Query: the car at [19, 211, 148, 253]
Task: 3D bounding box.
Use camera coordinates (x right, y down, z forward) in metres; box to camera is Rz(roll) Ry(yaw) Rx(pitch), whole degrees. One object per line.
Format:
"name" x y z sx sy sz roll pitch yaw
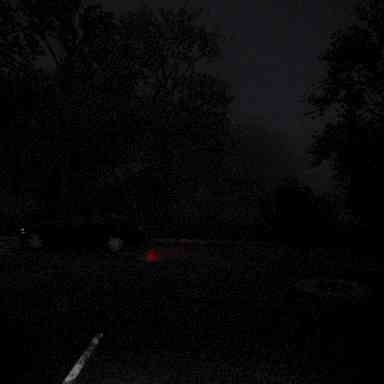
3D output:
"car" -4.341 1.534 13.570 5.008 1.535 1.882 1 -1 0
